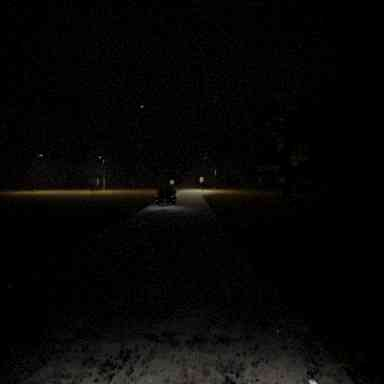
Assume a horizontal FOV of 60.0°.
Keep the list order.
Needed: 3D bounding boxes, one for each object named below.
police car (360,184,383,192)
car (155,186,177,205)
[{"bbox_3d":[38.928,-0.855,72.410,5.238,1.638,1.930,0,0,0],"label":"police car"},{"bbox_3d":[-2.880,0.395,38.177,2.150,2.045,5.566,0,2,0],"label":"car"}]
